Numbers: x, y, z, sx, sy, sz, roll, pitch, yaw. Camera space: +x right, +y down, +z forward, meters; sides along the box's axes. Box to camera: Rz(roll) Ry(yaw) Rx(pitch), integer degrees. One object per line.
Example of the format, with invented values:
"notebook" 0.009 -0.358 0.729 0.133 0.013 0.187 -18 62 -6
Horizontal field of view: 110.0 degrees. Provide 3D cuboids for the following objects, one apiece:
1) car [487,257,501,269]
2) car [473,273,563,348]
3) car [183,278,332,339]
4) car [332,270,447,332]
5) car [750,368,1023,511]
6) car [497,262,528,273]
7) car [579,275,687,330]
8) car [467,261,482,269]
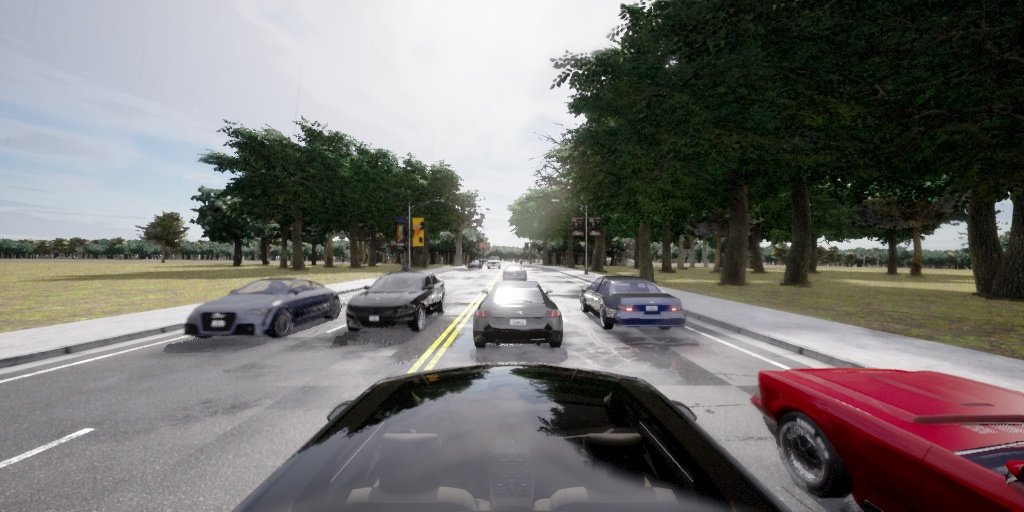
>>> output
"car" -2.988 1.116 60.402 2.150 2.045 5.566 0 0 0
"car" 0.133 1.319 9.286 1.994 1.385 4.181 0 0 0
"car" -6.565 1.321 10.009 1.994 1.385 4.181 0 0 0
"car" -3.309 1.236 11.127 1.882 1.535 5.008 0 0 0
"car" 3.349 1.351 1.506 1.895 1.301 4.718 0 0 0
"car" 0.210 1.349 27.094 2.033 1.411 5.357 0 0 1
"car" 3.386 1.307 11.123 2.033 1.411 5.357 0 0 1
"car" -6.130 1.464 59.631 1.994 1.385 4.181 0 0 3
